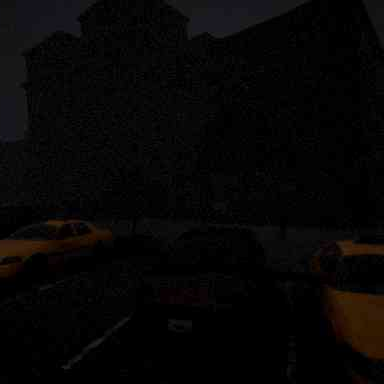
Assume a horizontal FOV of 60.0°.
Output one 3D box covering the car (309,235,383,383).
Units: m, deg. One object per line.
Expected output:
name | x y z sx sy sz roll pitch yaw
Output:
car | 2.878 1.495 5.164 1.946 1.575 5.366 0 -1 16

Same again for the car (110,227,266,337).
car | 0.489 1.547 7.052 2.163 1.488 4.792 0 -1 16

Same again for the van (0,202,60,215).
van | -6.828 1.369 12.207 1.878 1.987 4.442 0 -1 16

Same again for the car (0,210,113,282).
car | -4.416 1.559 10.390 1.946 1.575 5.366 0 -1 16
